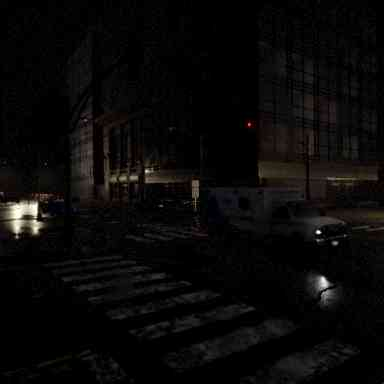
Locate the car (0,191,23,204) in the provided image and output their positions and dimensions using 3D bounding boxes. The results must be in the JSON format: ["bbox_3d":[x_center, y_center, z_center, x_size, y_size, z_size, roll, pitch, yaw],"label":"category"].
[{"bbox_3d":[-30.870,1.047,56.690,2.192,1.841,5.009,0,1,-35],"label":"car"}]

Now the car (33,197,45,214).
[{"bbox_3d":[-14.517,1.482,33.664,1.802,1.307,4.206,-1,1,-35],"label":"car"}]

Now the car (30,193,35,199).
[{"bbox_3d":[-37.002,0.906,80.050,1.967,1.590,4.097,0,1,-35],"label":"car"}]

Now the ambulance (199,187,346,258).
[{"bbox_3d":[3.023,1.024,13.867,2.351,2.431,6.366,-1,1,-35],"label":"ambulance"}]

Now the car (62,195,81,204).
[{"bbox_3d":[-20.650,1.198,57.023,1.887,1.381,4.507,-1,1,-35],"label":"car"}]

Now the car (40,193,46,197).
[{"bbox_3d":[-30.461,1.124,70.841,1.802,1.307,4.206,0,1,-35],"label":"car"}]

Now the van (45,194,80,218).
[{"bbox_3d":[-11.248,1.271,29.056,1.690,1.788,3.998,-1,1,-35],"label":"van"}]

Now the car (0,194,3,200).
[{"bbox_3d":[-43.951,1.147,75.114,1.947,1.339,4.313,0,1,-35],"label":"car"}]

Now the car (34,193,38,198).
[{"bbox_3d":[-33.732,1.055,75.446,2.008,1.369,4.403,0,1,-35],"label":"car"}]

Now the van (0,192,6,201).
[{"bbox_3d":[-40.680,0.960,70.507,1.690,1.788,3.998,0,1,-35],"label":"van"}]

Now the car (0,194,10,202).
[{"bbox_3d":[-37.410,1.201,65.903,1.887,1.381,4.507,0,1,-35],"label":"car"}]

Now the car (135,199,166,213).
[{"bbox_3d":[-4.297,1.381,33.993,1.947,1.339,4.313,-1,1,-35],"label":"car"}]

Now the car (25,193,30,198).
[{"bbox_3d":[-40.273,0.979,84.657,2.008,1.369,4.403,0,1,-35],"label":"car"}]

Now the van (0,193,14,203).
[{"bbox_3d":[-34.140,1.035,61.296,1.690,1.788,3.998,0,1,-35],"label":"van"}]
